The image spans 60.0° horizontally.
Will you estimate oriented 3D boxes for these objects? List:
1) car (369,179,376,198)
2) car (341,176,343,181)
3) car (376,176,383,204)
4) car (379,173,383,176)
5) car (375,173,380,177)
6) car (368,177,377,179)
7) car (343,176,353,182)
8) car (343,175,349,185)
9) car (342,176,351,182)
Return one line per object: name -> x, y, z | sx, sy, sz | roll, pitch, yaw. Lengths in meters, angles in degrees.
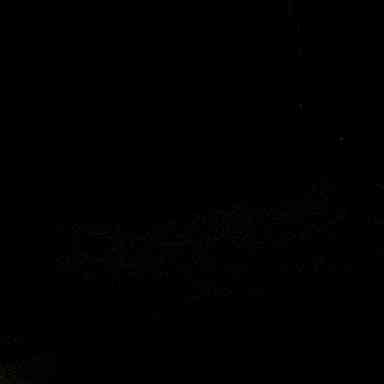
car -> 16.797, -0.193, 29.731 | 1.802, 1.307, 4.206 | -2, 2, 22
car -> 35.266, -2.812, 74.792 | 1.752, 1.417, 4.829 | -2, 2, 22
car -> 12.665, 0.114, 19.673 | 2.192, 1.841, 5.009 | -2, 2, 22
car -> 45.264, -3.451, 76.725 | 1.967, 1.590, 4.097 | -2, 2, 22
car -> 47.318, -3.860, 81.745 | 2.192, 1.841, 5.009 | -2, 2, 22
car -> 18.790, -0.528, 34.597 | 1.752, 1.417, 4.829 | -2, 2, 22
car -> 37.391, -3.064, 79.974 | 1.947, 1.339, 4.313 | -2, 2, 22
car -> 31.213, -2.211, 64.901 | 1.947, 1.339, 4.313 | -2, 2, 22
car -> 39.385, -3.379, 84.841 | 1.752, 1.417, 4.829 | -2, 2, 22
